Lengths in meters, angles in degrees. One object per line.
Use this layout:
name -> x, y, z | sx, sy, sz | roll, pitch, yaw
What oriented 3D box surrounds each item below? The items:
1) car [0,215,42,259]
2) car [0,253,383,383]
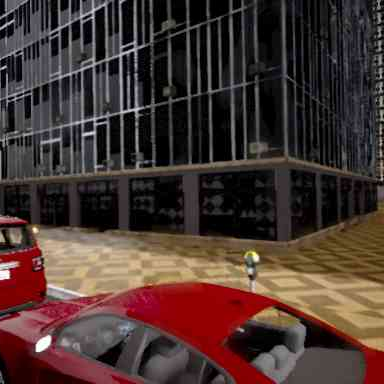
car -> -4.796, 1.330, 6.315 | 5.009, 1.841, 2.192 | 0, -1, 35
car -> -0.257, 1.549, 3.074 | 4.507, 1.381, 1.887 | 0, -1, 35
